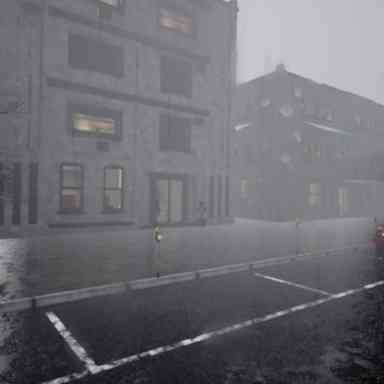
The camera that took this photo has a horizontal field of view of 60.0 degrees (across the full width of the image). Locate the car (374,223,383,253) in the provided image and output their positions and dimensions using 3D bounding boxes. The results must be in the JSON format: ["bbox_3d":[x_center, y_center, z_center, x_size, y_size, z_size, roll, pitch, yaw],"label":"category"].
[{"bbox_3d":[9.265,1.486,13.195,5.009,1.841,2.192,1,0,-36],"label":"car"}]
